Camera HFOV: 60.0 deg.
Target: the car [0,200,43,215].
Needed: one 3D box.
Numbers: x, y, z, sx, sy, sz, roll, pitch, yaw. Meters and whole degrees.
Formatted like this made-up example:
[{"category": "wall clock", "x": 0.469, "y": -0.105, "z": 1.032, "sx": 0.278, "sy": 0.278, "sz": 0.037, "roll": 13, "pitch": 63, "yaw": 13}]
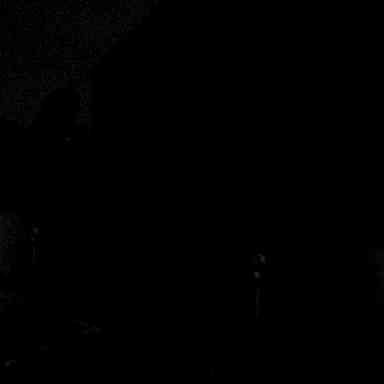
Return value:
[{"category": "car", "x": -17.493, "y": 1.465, "z": 32.953, "sx": 1.895, "sy": 1.301, "sz": 4.718, "roll": 1, "pitch": 1, "yaw": 36}]
